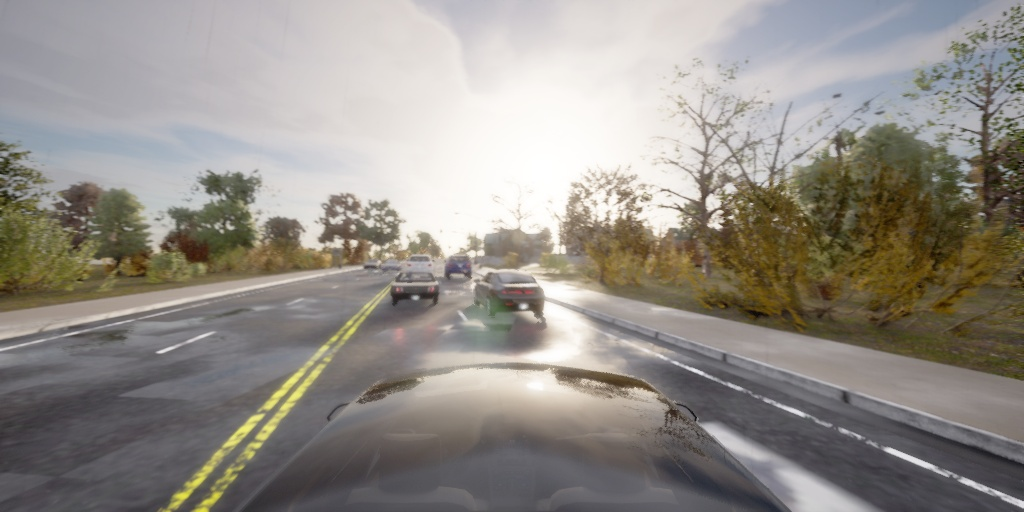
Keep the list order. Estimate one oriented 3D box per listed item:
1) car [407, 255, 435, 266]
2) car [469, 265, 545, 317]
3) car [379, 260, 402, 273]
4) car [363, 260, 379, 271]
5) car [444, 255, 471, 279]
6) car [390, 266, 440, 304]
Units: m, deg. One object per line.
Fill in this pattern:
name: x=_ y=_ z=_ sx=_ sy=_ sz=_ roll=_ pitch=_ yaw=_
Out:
car: x=-8.062 y=0.913 z=31.614 sx=2.150 sy=2.045 sz=5.566 roll=0 pitch=0 yaw=-13
car: x=-0.233 y=1.256 z=13.274 sx=1.837 sy=1.490 sz=4.892 roll=0 pitch=1 yaw=-14
car: x=-13.686 y=1.178 z=41.070 sx=1.812 sy=1.442 sz=4.674 roll=0 pitch=0 yaw=-12
car: x=-18.390 y=1.170 z=47.745 sx=2.033 sy=1.411 sz=5.357 roll=0 pitch=0 yaw=-11
car: x=-4.901 y=0.929 z=32.373 sx=2.150 sy=2.045 sz=5.566 roll=0 pitch=0 yaw=-13
car: x=-4.304 y=1.325 z=16.135 sx=1.895 sy=1.301 sz=4.718 roll=0 pitch=0 yaw=-14
